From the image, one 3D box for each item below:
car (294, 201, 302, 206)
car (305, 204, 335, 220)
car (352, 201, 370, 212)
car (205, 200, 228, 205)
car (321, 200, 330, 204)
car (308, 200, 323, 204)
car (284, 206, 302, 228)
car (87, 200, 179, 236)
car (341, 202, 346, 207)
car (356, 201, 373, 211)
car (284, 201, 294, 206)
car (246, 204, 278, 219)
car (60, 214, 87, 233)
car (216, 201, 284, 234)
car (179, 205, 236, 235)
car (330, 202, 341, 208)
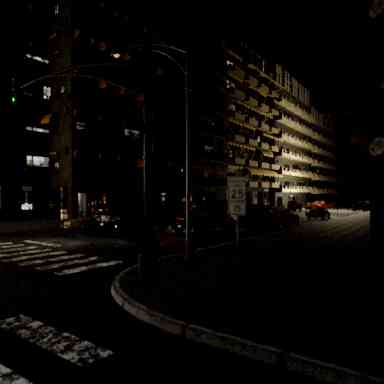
[{"bbox_3d":[16.548,2.339,54.625,2.192,1.841,5.009,-1,-2,35],"label":"car"},{"bbox_3d":[13.709,2.284,35.957,1.802,1.307,4.206,-1,-2,35],"label":"car"},{"bbox_3d":[29.909,2.522,59.188,2.192,1.841,5.009,-1,-2,35],"label":"car"},{"bbox_3d":[2.342,1.728,29.707,2.150,2.045,5.566,0,-1,34],"label":"car"},{"bbox_3d":[26.270,2.640,68.559,2.192,1.841,5.009,-1,-2,35],"label":"car"},{"bbox_3d":[23.031,2.770,63.910,1.887,1.381,4.507,-1,-2,35],"label":"car"},{"bbox_3d":[7.228,2.043,26.669,1.887,1.381,4.507,-1,-2,35],"label":"car"},{"bbox_3d":[-3.566,1.540,21.237,2.150,2.045,5.566,0,-1,35],"label":"car"},{"bbox_3d":[39.235,3.281,87.135,1.947,1.339,4.313,-1,-2,35],"label":"car"},{"bbox_3d":[33.150,2.621,63.834,2.192,1.841,5.009,-1,-2,35],"label":"car"},{"bbox_3d":[13.211,2.445,49.835,1.752,1.417,4.829,-1,-2,35],"label":"car"},{"bbox_3d":[8.068,2.191,37.889,1.837,1.490,4.892,0,-1,35],"label":"car"},{"bbox_3d":[-6.231,1.833,21.965,1.752,1.417,4.829,-1,-2,35],"label":"car"},{"bbox_3d":[3.987,1.711,22.030,2.192,1.841,5.009,-1,-2,35],"label":"car"},{"bbox_3d":[0.649,1.853,21.683,2.128,1.511,4.902,0,-1,35],"label":"car"},{"bbox_3d":[32.752,3.066,77.844,1.887,1.381,4.507,-1,-2,35],"label":"car"}]
